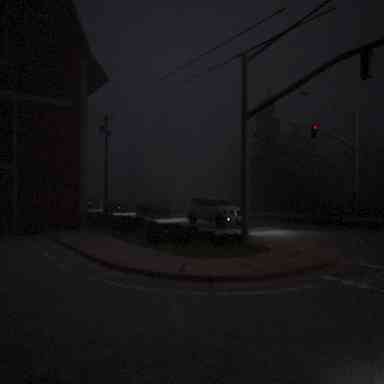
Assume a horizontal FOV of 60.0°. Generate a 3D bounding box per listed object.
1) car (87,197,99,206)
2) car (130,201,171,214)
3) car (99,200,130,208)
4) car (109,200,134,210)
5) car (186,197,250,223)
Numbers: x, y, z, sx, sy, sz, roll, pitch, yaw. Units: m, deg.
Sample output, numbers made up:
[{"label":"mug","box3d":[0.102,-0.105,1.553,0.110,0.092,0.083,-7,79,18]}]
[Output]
[{"label":"car","box3d":[-14.934,1.594,48.787,2.097,1.767,4.553,0,0,-34]},{"label":"car","box3d":[-3.902,1.665,32.554,1.882,1.535,5.008,0,0,-34]},{"label":"car","box3d":[-9.272,1.719,40.428,1.837,1.490,4.892,0,0,-34]},{"label":"car","box3d":[-10.267,1.853,48.428,1.895,1.301,4.718,0,0,-34]},{"label":"car","box3d":[1.722,1.382,24.316,2.150,2.045,5.566,0,0,-34]}]
